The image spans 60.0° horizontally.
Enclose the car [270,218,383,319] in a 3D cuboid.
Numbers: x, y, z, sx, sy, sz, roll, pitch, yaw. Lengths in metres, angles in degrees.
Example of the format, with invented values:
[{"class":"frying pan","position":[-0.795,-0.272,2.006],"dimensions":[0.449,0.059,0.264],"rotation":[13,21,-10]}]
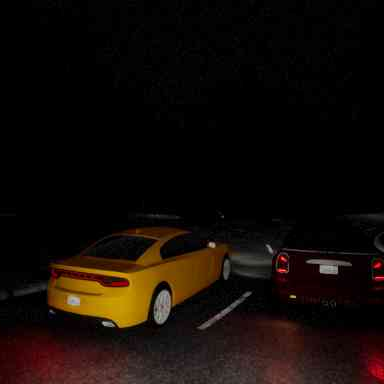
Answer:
[{"class":"car","position":[3.123,1.383,7.799],"dimensions":[2.097,1.767,4.553],"rotation":[0,0,20]}]

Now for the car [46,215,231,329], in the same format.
[{"class":"car","position":[-0.682,1.504,7.238],"dimensions":[1.882,1.535,5.008],"rotation":[0,0,26]}]

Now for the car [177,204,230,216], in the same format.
[{"class":"car","position":[0.908,1.742,29.322],"dimensions":[4.718,1.301,1.895],"rotation":[1,1,39]}]
